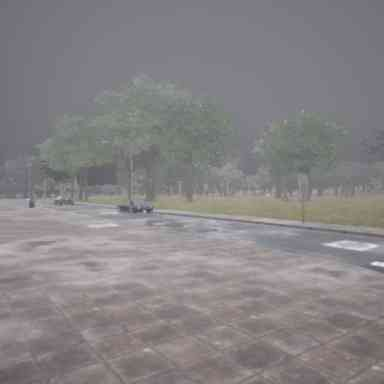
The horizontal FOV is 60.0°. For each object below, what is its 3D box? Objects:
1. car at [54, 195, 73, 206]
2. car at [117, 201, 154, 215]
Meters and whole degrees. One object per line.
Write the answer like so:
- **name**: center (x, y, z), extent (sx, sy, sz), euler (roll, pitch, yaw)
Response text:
- **car**: center (-20.915, 1.261, 54.055), extent (2.097, 1.767, 4.553), euler (-2, 1, -36)
- **car**: center (-5.669, 1.479, 32.556), extent (1.895, 1.301, 4.718), euler (-2, 1, -35)
